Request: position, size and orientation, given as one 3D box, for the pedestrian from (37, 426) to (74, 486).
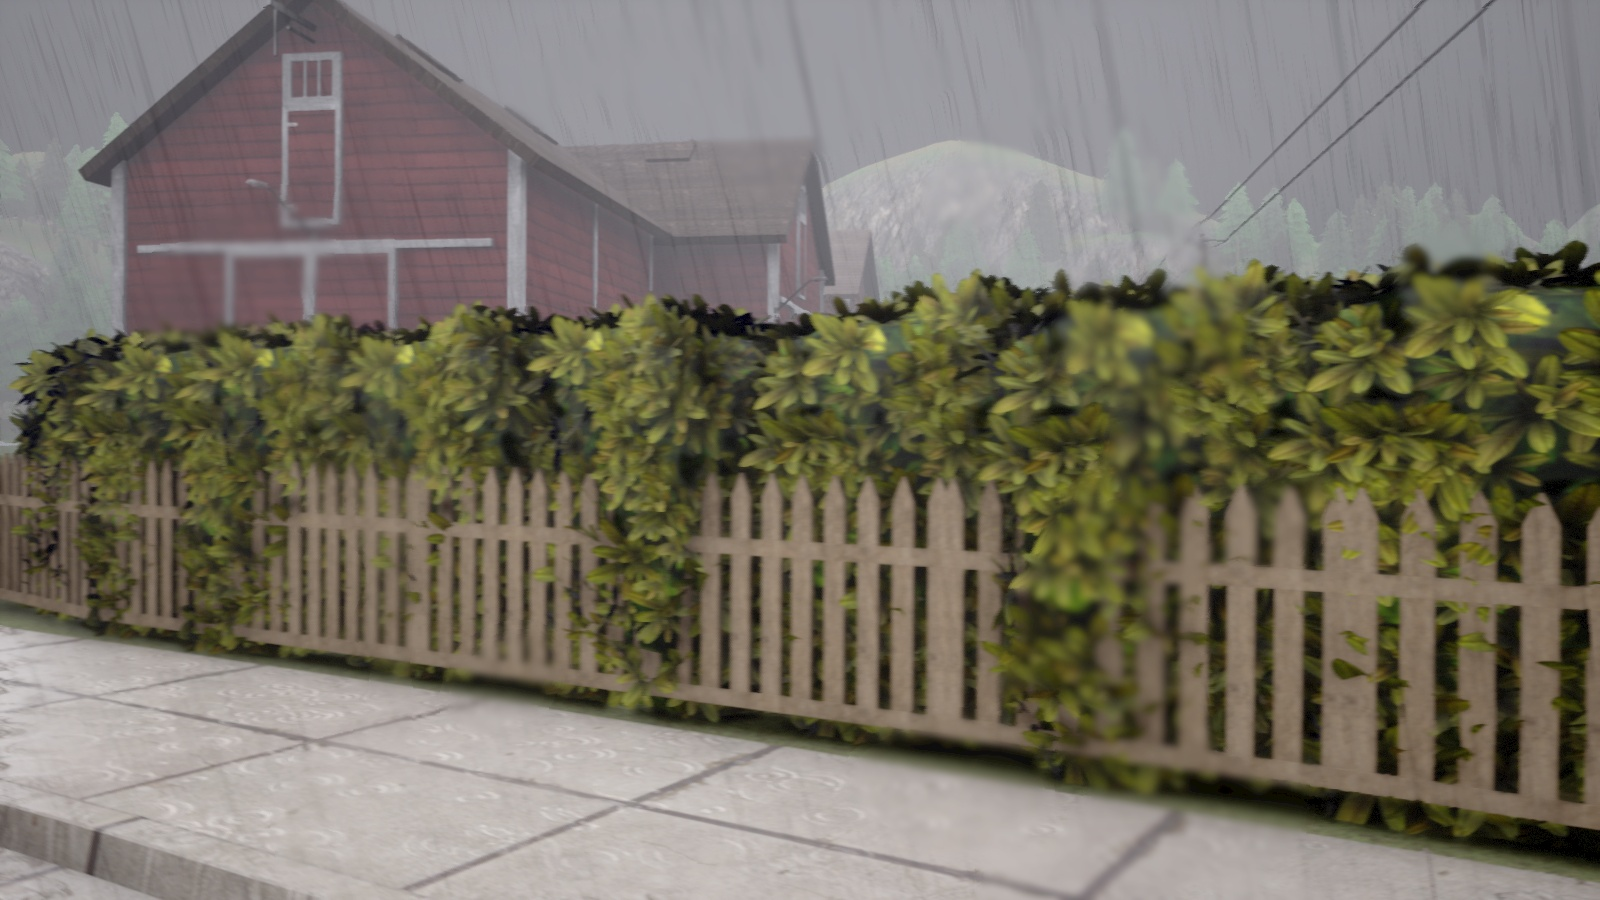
[{"bbox_3d":[-24.550,0.183,41.417,0.659,1.952,0.873,-1,1,4],"label":"pedestrian"}]
